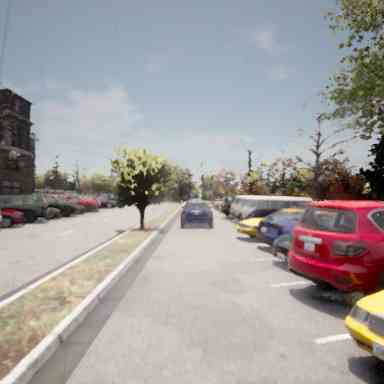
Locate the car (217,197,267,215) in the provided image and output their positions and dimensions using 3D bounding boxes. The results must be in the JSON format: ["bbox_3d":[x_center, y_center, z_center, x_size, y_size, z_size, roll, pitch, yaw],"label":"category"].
[{"bbox_3d":[5.168,1.385,34.394,4.553,1.767,2.185,1,0,-19],"label":"car"}]

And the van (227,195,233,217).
[{"bbox_3d":[4.943,1.275,22.453,4.442,1.987,1.878,1,0,-19],"label":"van"}]

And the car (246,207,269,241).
[{"bbox_3d":[4.968,1.526,13.578,4.792,1.488,2.163,1,0,-19],"label":"car"}]

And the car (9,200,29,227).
[{"bbox_3d":[-13.169,1.478,20.611,5.008,1.535,2.097,-1,0,-19],"label":"car"}]

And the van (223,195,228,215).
[{"bbox_3d":[4.978,1.277,25.430,4.442,1.987,1.878,1,0,-19],"label":"van"}]

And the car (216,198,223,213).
[{"bbox_3d":[5.152,1.256,28.459,5.566,2.045,2.435,1,0,-19],"label":"car"}]

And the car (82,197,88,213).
[{"bbox_3d":[-12.982,1.518,32.644,4.792,1.488,2.163,-1,0,-19],"label":"car"}]

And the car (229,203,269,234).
[{"bbox_3d":[4.802,1.493,16.477,5.366,1.575,1.946,1,0,-19],"label":"car"}]

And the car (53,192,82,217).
[{"bbox_3d":[-13.027,1.234,29.641,5.566,2.045,2.435,-1,0,-19],"label":"car"}]

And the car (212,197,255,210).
[{"bbox_3d":[5.502,1.517,44.225,5.366,1.575,1.946,1,0,-19],"label":"car"}]

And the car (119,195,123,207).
[{"bbox_3d":[-12.771,1.539,47.693,4.674,1.452,2.002,-1,0,-19],"label":"car"}]

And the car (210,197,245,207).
[{"bbox_3d":[5.428,1.522,50.946,4.892,1.521,2.231,1,0,-19],"label":"car"}]

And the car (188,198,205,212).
[{"bbox_3d":[0.556,1.507,40.960,1.882,1.535,5.008,0,0,1],"label":"car"}]

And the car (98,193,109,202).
[{"bbox_3d":[-23.287,1.460,87.412,2.435,2.045,5.566,1,-3,-18],"label":"car"}]

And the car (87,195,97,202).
[{"bbox_3d":[-26.291,1.712,87.466,2.231,1.521,4.892,1,-3,-18],"label":"car"}]

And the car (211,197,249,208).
[{"bbox_3d":[5.370,1.521,47.552,4.892,1.521,2.231,1,0,-19],"label":"car"}]

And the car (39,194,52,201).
[{"bbox_3d":[-31.077,1.187,70.636,2.231,1.521,4.892,0,-1,-18],"label":"car"}]

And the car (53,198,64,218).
[{"bbox_3d":[-13.060,1.513,26.633,4.792,1.488,2.163,-1,0,-19],"label":"car"}]

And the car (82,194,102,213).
[{"bbox_3d":[-12.945,1.240,35.654,5.566,2.045,2.435,-1,0,-19],"label":"car"}]

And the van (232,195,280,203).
[{"bbox_3d":[4.908,1.273,19.475,4.442,1.987,1.878,1,0,-19],"label":"van"}]

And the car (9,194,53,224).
[{"bbox_3d":[-13.154,1.230,23.601,5.566,2.045,2.435,-1,0,-19],"label":"car"}]

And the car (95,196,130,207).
[{"bbox_3d":[-12.843,1.480,53.670,5.366,1.575,1.946,-1,1,-19],"label":"car"}]

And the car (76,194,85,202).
[{"bbox_3d":[-29.305,1.585,87.515,2.185,1.767,4.553,1,-3,-19],"label":"car"}]

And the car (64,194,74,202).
[{"bbox_3d":[-32.341,1.588,87.657,2.185,1.767,4.553,1,-3,-18],"label":"car"}]

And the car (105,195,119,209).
[{"bbox_3d":[-12.826,1.499,44.668,5.008,1.535,2.097,-1,0,-19],"label":"car"}]

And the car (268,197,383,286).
[{"bbox_3d":[4.902,1.241,7.627,5.566,2.045,2.435,1,0,-19],"label":"car"}]

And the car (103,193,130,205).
[{"bbox_3d":[-12.746,1.242,50.694,5.566,2.045,2.435,-1,0,-19],"label":"car"}]

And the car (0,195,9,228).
[{"bbox_3d":[-13.232,1.225,17.593,5.566,2.045,2.435,-1,0,-19],"label":"car"}]

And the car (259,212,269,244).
[{"bbox_3d":[4.880,1.523,10.576,4.792,1.488,2.163,1,0,-19],"label":"car"}]

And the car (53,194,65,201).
[{"bbox_3d":[-28.120,1.226,70.562,2.002,1.452,4.674,1,-1,-19],"label":"car"}]

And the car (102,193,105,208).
[{"bbox_3d":[-12.891,1.368,38.650,4.553,1.767,2.185,-1,0,-19],"label":"car"}]

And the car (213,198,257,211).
[{"bbox_3d":[5.258,1.544,40.753,4.792,1.488,2.163,1,0,-19],"label":"car"}]

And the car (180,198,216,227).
[{"bbox_3d":[0.328,1.369,23.035,2.097,1.767,4.553,0,0,1],"label":"car"}]

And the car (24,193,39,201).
[{"bbox_3d":[-34.028,1.061,70.692,2.185,1.767,4.553,0,-1,-18],"label":"car"}]

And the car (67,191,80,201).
[{"bbox_3d":[-25.146,0.933,70.465,2.435,2.045,5.566,1,-1,-18],"label":"car"}]

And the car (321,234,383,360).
[{"bbox_3d":[4.674,1.485,4.576,5.366,1.575,1.946,1,0,-19],"label":"car"}]
